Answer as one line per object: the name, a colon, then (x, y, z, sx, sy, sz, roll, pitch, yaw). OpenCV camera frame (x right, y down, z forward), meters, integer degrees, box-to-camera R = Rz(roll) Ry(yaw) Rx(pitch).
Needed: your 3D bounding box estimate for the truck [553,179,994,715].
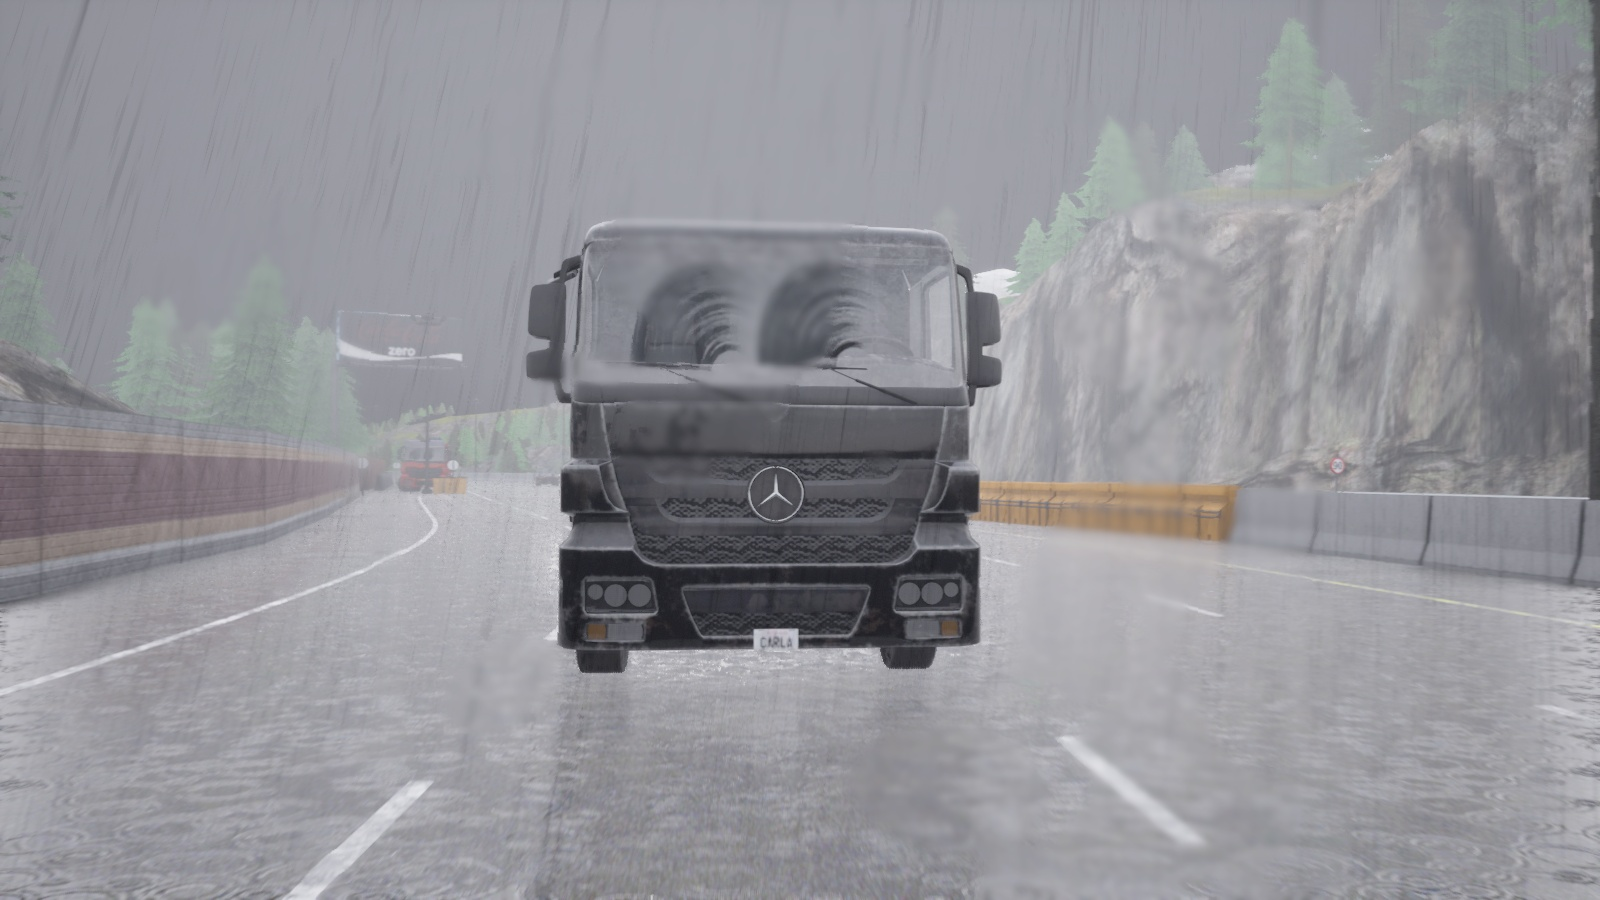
truck: (-0.579, 0.039, 12.196, 2.891, 3.462, 7.936, 0, -1, -6)

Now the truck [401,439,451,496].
truck: (-26.025, 1.229, 87.739, 2.891, 3.827, 8.468, 0, -1, -14)
